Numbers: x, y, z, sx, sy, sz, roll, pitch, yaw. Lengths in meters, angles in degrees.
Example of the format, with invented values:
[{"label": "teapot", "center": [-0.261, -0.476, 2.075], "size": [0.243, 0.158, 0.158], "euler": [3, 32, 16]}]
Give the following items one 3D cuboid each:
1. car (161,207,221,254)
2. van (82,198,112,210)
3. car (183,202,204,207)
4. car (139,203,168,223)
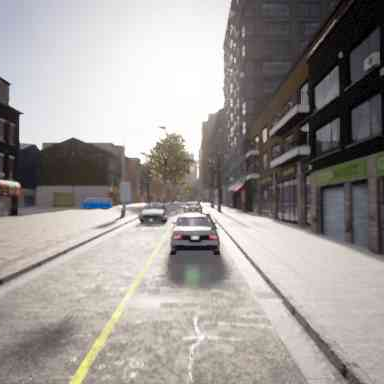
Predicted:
[{"label": "car", "center": [0.108, 1.544, 13.386], "size": [2.033, 1.411, 5.357], "euler": [0, 0, 0]}, {"label": "van", "center": [-12.918, 1.682, 45.500], "size": [3.998, 1.788, 1.690], "euler": [0, -3, 0]}, {"label": "car", "center": [0.105, 1.608, 30.920], "size": [2.033, 1.411, 5.357], "euler": [0, 0, 0]}, {"label": "car", "center": [-2.822, 1.579, 25.684], "size": [2.033, 1.411, 5.357], "euler": [0, 0, 0]}]
